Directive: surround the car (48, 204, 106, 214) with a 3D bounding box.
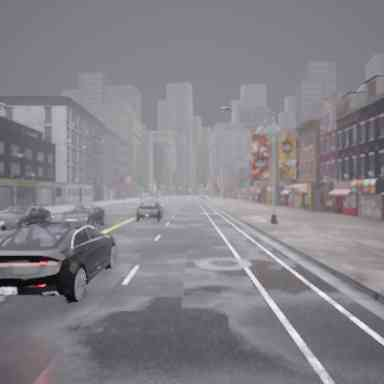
[{"bbox_3d":[-6.670,1.504,20.667,2.128,1.511,4.902,0,0,0],"label":"car"}]

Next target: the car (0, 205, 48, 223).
[{"bbox_3d":[-9.916,1.508,19.393,2.128,1.511,4.902,0,0,0],"label":"car"}]

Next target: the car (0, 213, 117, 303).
[{"bbox_3d":[-3.179,1.495,8.170,2.128,1.511,4.902,0,0,0],"label":"car"}]

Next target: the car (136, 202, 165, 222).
[{"bbox_3d":[-3.251,1.504,26.452,2.128,1.511,4.902,0,0,0],"label":"car"}]
